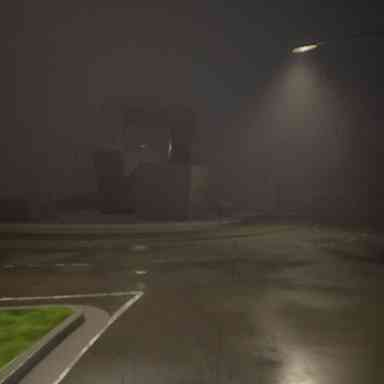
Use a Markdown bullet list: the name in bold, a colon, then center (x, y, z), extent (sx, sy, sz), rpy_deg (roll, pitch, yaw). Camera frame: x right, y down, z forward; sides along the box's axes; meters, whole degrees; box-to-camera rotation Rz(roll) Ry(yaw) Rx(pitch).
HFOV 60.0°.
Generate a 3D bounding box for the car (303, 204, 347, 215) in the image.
- **car**: center (16.154, 2.112, 40.541), extent (4.718, 1.301, 1.895), rpy_deg (0, -1, 35)
